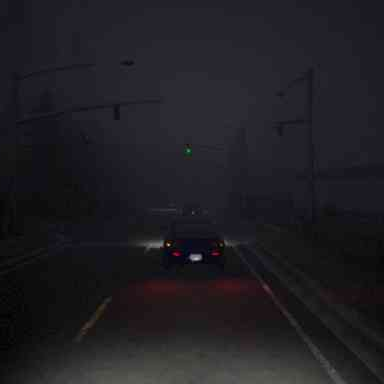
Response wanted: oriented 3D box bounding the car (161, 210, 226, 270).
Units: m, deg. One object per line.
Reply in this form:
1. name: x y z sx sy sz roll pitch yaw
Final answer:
1. car: -0.045 1.539 10.992 1.812 1.442 4.674 0 0 -4

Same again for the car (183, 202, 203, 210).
1. car: 0.098 1.640 32.721 1.895 1.301 4.718 0 0 0

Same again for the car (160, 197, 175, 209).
1. car: -3.442 1.561 47.326 1.837 1.490 4.892 0 0 3
